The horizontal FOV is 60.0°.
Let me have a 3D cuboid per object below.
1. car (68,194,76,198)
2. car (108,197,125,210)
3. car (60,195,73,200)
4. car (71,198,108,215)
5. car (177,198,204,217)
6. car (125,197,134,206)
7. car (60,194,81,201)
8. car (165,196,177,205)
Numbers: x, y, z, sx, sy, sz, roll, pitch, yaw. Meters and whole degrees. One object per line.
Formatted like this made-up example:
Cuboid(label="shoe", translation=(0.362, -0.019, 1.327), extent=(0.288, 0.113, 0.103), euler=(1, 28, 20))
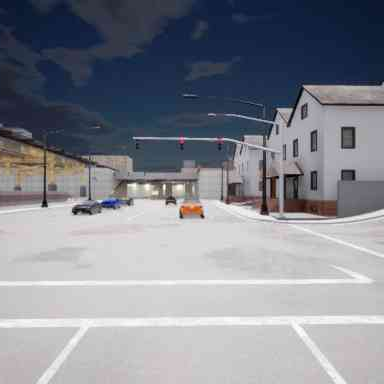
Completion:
Cuboid(label="car", translation=(-31.884, 1.452, 84.231), extent=(2.038, 1.542, 4.974), euler=(0, 0, -37))
Cuboid(label="car", translation=(-10.703, 1.478, 44.068), extent=(1.882, 1.535, 5.008), euler=(0, 0, 0))
Cuboid(label="car", translation=(-31.915, 1.295, 84.273), extent=(1.853, 1.218, 4.536), euler=(0, 0, -37))
Cuboid(label="car", translation=(-10.683, 1.547, 34.345), extent=(2.033, 1.411, 5.357), euler=(0, 0, 0))
Cuboid(label="car", translation=(-0.017, 1.351, 31.043), extent=(2.097, 1.767, 4.553), euler=(0, 0, 0))
Cuboid(label="car", translation=(-10.718, 1.526, 54.343), extent=(1.812, 1.442, 4.674), euler=(0, 0, 0))
Cuboid(label="car", translation=(-32.686, 1.452, 89.596), extent=(2.038, 1.542, 4.974), euler=(0, 0, 28))
Cuboid(label="car", translation=(-3.641, 1.505, 58.578), extent=(1.837, 1.490, 4.892), euler=(0, 0, 0))
